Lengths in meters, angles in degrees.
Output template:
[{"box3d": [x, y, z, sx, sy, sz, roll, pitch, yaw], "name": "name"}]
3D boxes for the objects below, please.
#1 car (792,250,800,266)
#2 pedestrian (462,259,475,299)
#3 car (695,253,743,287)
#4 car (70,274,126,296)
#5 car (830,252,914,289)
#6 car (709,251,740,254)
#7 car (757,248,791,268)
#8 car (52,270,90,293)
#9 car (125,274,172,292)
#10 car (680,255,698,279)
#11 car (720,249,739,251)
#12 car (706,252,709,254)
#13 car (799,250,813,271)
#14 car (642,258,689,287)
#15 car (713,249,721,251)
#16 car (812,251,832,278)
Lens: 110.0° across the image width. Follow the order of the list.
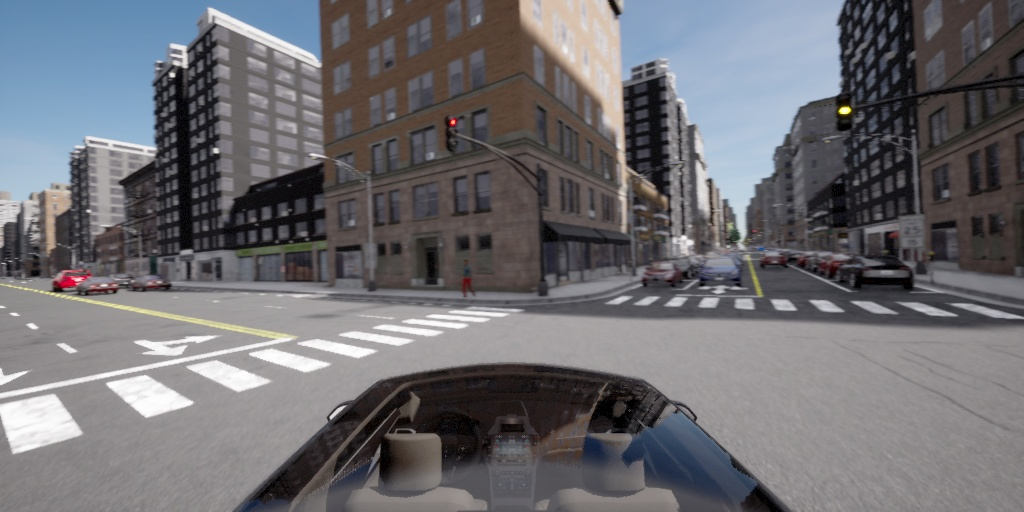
[{"box3d": [24.773, 0.219, 29.622, 1.888, 1.381, 4.507, 0, 0, 33], "name": "car"}, {"box3d": [-2.039, 0.978, 16.317, 0.375, 1.860, 0.375, -3, -1, 33], "name": "pedestrian"}, {"box3d": [11.173, 0.792, 19.271, 1.812, 1.442, 4.674, -3, 0, 31], "name": "car"}, {"box3d": [-34.452, 2.475, 29.794, 5.357, 1.411, 2.033, -2, 0, 33], "name": "car"}, {"box3d": [15.752, 0.631, 15.702, 1.948, 1.339, 4.313, 0, 0, 33], "name": "car"}, {"box3d": [16.896, 0.566, 28.087, 2.033, 1.411, 5.357, -3, 0, 33], "name": "car"}, {"box3d": [23.029, 0.276, 31.700, 1.812, 1.442, 4.674, -3, 0, 33], "name": "car"}, {"box3d": [-43.483, 2.456, 35.521, 5.566, 2.045, 2.150, -2, 0, 33], "name": "car"}, {"box3d": [-32.834, 2.436, 32.602, 5.357, 1.411, 2.033, -2, 0, 33], "name": "car"}, {"box3d": [11.610, 0.815, 24.977, 1.948, 1.339, 4.313, 0, 0, 33], "name": "car"}, {"box3d": [24.596, 0.230, 39.884, 2.033, 1.411, 5.357, -3, 0, 34], "name": "car"}, {"box3d": [17.622, 0.533, 34.255, 1.888, 1.381, 4.507, 0, 0, 33], "name": "car"}, {"box3d": [21.765, 0.355, 24.982, 2.007, 1.370, 4.403, 0, 0, 33], "name": "car"}, {"box3d": [8.604, 0.962, 20.338, 1.802, 1.307, 4.207, 0, 0, 33], "name": "car"}, {"box3d": [26.548, 0.120, 48.029, 1.751, 1.417, 4.829, 0, 0, 33], "name": "car"}, {"box3d": [18.759, 0.480, 20.342, 1.888, 1.381, 4.507, 0, 0, 33], "name": "car"}]
